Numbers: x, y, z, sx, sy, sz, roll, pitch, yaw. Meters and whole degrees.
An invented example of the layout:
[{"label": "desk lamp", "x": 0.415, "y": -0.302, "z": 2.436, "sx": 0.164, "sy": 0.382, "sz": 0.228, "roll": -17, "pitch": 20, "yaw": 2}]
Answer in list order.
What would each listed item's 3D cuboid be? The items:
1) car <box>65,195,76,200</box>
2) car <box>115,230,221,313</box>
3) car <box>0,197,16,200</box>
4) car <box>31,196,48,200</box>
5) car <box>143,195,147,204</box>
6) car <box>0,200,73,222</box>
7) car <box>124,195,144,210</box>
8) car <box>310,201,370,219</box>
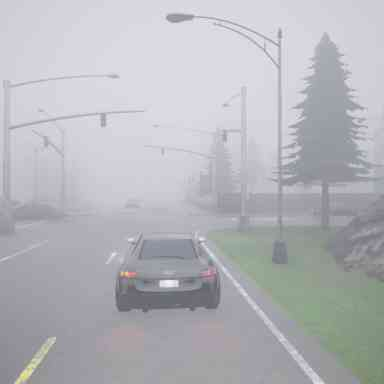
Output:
[{"label": "car", "x": -23.754, "y": 1.374, "z": 64.361, "sx": 1.845, "sy": 1.501, "sz": 3.633, "roll": 0, "pitch": 0, "yaw": -5}, {"label": "car", "x": -0.584, "y": 1.564, "z": 7.784, "sx": 1.994, "sy": 1.385, "sz": 4.181, "roll": 0, "pitch": 0, "yaw": -5}, {"label": "car", "x": -21.450, "y": 1.339, "z": 38.429, "sx": 2.007, "sy": 1.523, "sz": 4.514, "roll": 0, "pitch": 0, "yaw": -5}, {"label": "car", "x": -26.068, "y": 1.384, "z": 56.706, "sx": 1.970, "sy": 1.475, "sz": 3.806, "roll": 0, "pitch": 0, "yaw": -5}, {"label": "car", "x": -9.558, "y": 1.350, "z": 62.016, "sx": 2.097, "sy": 1.767, "sz": 4.553, "roll": 0, "pitch": 0, "yaw": -5}, {"label": "car", "x": -11.971, "y": 1.547, "z": 25.470, "sx": 5.357, "sy": 1.411, "sz": 2.033, "roll": 0, "pitch": 0, "yaw": -8}, {"label": "car", "x": -7.850, "y": 1.547, "z": 44.248, "sx": 2.033, "sy": 1.411, "sz": 5.357, "roll": 0, "pitch": 0, "yaw": -6}, {"label": "car", "x": 12.626, "y": 1.491, "z": 28.457, "sx": 4.902, "sy": 1.511, "sz": 2.128, "roll": 0, "pitch": 0, "yaw": -7}]
